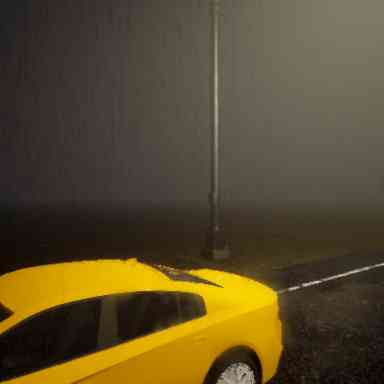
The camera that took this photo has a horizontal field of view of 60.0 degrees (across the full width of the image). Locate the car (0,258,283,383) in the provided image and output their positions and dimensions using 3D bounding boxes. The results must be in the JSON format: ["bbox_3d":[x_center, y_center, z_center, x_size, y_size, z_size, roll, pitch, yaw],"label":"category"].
[{"bbox_3d":[-1.315,1.476,3.053,5.008,1.535,1.882,0,0,-35],"label":"car"}]
